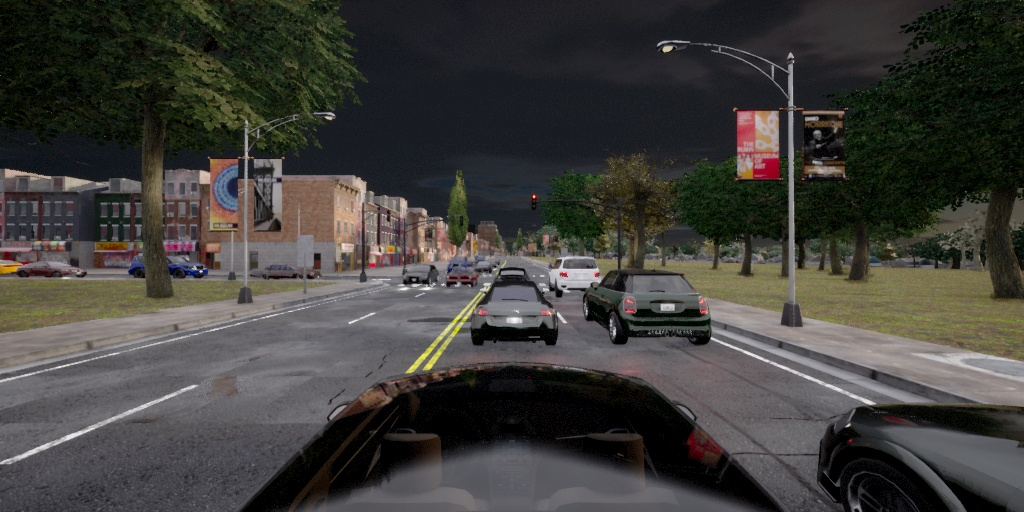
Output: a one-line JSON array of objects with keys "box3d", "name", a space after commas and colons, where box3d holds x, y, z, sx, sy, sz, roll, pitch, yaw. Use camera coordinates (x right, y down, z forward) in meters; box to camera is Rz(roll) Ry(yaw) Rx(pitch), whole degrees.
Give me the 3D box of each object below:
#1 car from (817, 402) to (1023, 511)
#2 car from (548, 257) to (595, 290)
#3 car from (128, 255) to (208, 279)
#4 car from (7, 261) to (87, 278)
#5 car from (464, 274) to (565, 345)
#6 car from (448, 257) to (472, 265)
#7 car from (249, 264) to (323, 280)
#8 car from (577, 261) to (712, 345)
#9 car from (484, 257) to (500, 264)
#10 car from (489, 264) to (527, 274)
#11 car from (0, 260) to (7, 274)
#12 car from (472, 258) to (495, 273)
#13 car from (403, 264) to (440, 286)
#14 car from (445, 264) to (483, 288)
[{"box3d": [3.341, 1.314, 1.008, 1.994, 1.385, 4.181, 0, 0, 0], "name": "car"}, {"box3d": [3.264, 1.054, 19.449, 2.150, 2.045, 5.566, 0, 0, 0], "name": "car"}, {"box3d": [-29.613, 0.963, 30.962, 5.566, 2.045, 2.150, 0, 0, 0], "name": "car"}, {"box3d": [-39.741, 1.194, 30.960, 4.674, 1.442, 1.812, 0, 0, 0], "name": "car"}, {"box3d": [0.061, 1.332, 9.539, 1.994, 1.385, 4.181, 0, 0, 0], "name": "car"}, {"box3d": [-6.673, 1.088, 45.128, 2.150, 2.045, 5.566, 0, 0, 0], "name": "car"}, {"box3d": [-19.426, 1.382, 30.929, 5.357, 1.411, 2.033, 1, 0, -3], "name": "car"}, {"box3d": [3.313, 1.121, 9.736, 2.097, 1.767, 4.553, 0, 0, 0], "name": "car"}, {"box3d": [-3.437, 1.263, 59.410, 1.837, 1.490, 4.892, 0, 2, 0], "name": "car"}, {"box3d": [0.014, 1.331, 18.451, 1.837, 1.490, 4.892, 0, 0, 0], "name": "car"}, {"box3d": [-48.963, 1.118, 33.837, 5.008, 1.535, 1.882, 0, 0, 0], "name": "car"}, {"box3d": [-3.420, 1.348, 43.877, 1.882, 1.535, 5.008, 0, 0, -1], "name": "car"}, {"box3d": [-6.646, 1.376, 26.711, 1.837, 1.490, 4.892, 0, 0, 0], "name": "car"}, {"box3d": [-3.391, 1.466, 25.110, 1.895, 1.301, 4.718, 0, 0, 0], "name": "car"}]
